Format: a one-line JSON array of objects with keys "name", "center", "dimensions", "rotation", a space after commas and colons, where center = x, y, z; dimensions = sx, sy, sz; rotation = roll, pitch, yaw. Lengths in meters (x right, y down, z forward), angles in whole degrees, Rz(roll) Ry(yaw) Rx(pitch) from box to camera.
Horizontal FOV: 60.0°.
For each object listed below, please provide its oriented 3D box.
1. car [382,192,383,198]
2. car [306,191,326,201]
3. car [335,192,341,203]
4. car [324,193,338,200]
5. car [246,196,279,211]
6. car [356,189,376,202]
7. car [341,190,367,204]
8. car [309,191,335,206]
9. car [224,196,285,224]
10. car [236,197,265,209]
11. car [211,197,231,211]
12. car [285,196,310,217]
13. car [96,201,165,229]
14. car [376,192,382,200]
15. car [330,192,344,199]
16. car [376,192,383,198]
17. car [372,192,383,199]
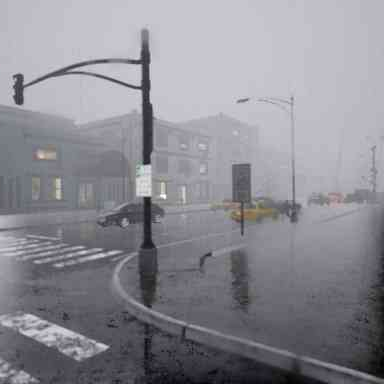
[{"name": "car", "center": [36.698, 0.761, 66.545], "dimensions": [1.947, 1.339, 4.313], "rotation": [-1, 0, 36]}, {"name": "car", "center": [23.412, 0.749, 62.527], "dimensions": [2.192, 1.841, 5.009], "rotation": [-1, 0, 36]}, {"name": "car", "center": [21.801, 0.789, 50.653], "dimensions": [2.097, 1.767, 4.553], "rotation": [-1, 0, 36]}, {"name": "car", "center": [29.923, 0.916, 71.476], "dimensions": [1.802, 1.307, 4.206], "rotation": [-1, 0, 36]}, {"name": "car", "center": [7.826, 1.196, 36.674], "dimensions": [1.812, 1.442, 4.674], "rotation": [-1, 0, 36]}, {"name": "car", "center": [26.828, 0.567, 52.287], "dimensions": [2.150, 2.045, 5.566], "rotation": [-1, 0, 36]}, {"name": "car", "center": [22.729, 0.915, 46.577], "dimensions": [1.837, 1.490, 4.892], "rotation": [-1, 0, 36]}, {"name": "car", "center": [16.462, 1.013, 43.222], "dimensions": [2.128, 1.511, 4.902], "rotation": [-1, 0, 37]}, {"name": "car", "center": [4.256, 1.231, 21.936], "dimensions": [1.752, 1.417, 4.829], "rotation": [-1, 0, 36]}, {"name": "car", "center": [7.144, 1.273, 40.153], "dimensions": [1.802, 1.307, 4.206], "rotation": [-1, 0, 36]}, {"name": "car", "center": [3.790, 1.269, 35.541], "dimensions": [1.752, 1.417, 4.829], "rotation": [-1, 0, 36]}, {"name": "car", "center": [7.410, 1.206, 26.274], "dimensions": [2.008, 1.369, 4.403], "rotation": [-1, 0, 36]}, {"name": "car", "center": [-3.728, 1.357, 20.815], "dimensions": [1.837, 1.490, 4.892], "rotation": [-1, 1, 36]}, {"name": "car", "center": [33.442, 0.560, 62.070], "dimensions": [2.192, 1.841, 5.009], "rotation": [-1, 0, 36]}, {"name": "car", "center": [33.177, 0.724, 75.950], "dimensions": [1.967, 1.590, 4.097], "rotation": [-1, 0, 36]}, {"name": "car", "center": [43.032, 0.643, 75.243], "dimensions": [1.887, 1.381, 4.507], "rotation": [-1, 0, 36]}, {"name": "car", "center": [39.953, 0.711, 71.020], "dimensions": [1.947, 1.339, 4.313], "rotation": [-1, 0, 36]}]
